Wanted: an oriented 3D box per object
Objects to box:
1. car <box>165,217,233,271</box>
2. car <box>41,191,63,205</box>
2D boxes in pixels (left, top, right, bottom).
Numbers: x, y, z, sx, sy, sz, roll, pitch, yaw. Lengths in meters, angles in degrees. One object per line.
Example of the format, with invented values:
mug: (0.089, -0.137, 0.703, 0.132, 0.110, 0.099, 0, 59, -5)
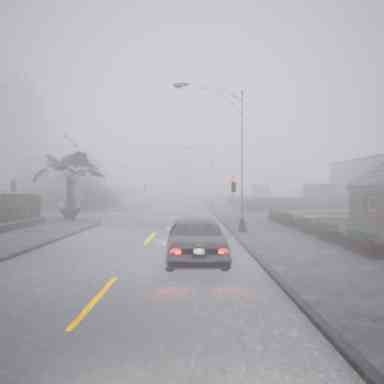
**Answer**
car: (0.118, 1.509, 10.758, 2.033, 1.411, 5.357, 0, 0, -2)
car: (-19.739, 0.825, 45.679, 1.905, 1.878, 3.866, 0, 0, 35)
